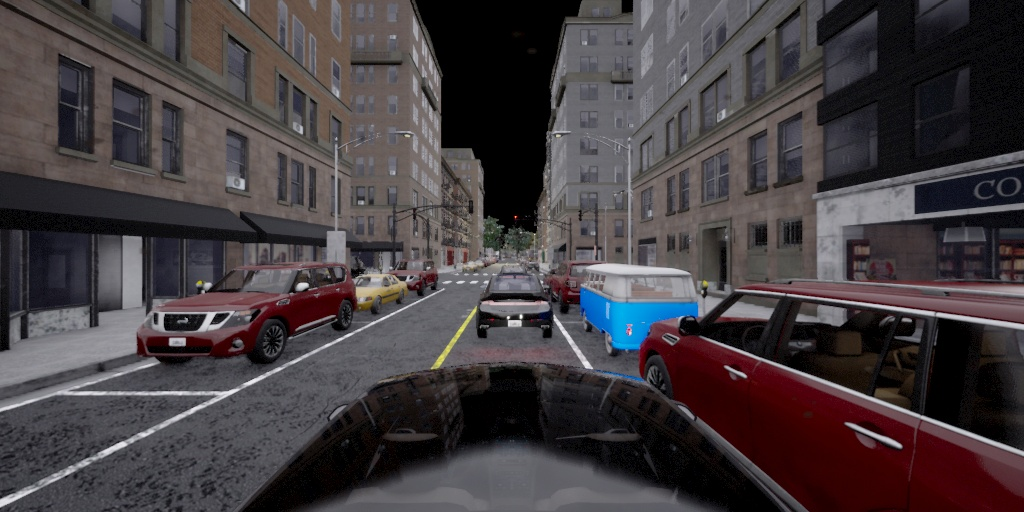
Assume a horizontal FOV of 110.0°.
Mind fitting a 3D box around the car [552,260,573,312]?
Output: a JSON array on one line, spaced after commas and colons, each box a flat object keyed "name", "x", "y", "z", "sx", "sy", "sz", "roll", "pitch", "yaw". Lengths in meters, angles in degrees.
[{"name": "car", "x": 2.644, "y": 1.073, "z": 13.967, "sx": 2.192, "sy": 1.841, "sz": 5.009, "roll": 0, "pitch": 0, "yaw": 0}]

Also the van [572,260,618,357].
[{"name": "van", "x": 2.641, "y": 1.095, "z": 8.289, "sx": 1.690, "sy": 1.789, "sz": 3.998, "roll": 0, "pitch": 0, "yaw": 0}]

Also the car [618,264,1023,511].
[{"name": "car", "x": 2.638, "y": 1.065, "z": 2.610, "sx": 2.192, "sy": 1.841, "sz": 5.009, "roll": 0, "pitch": 0, "yaw": 0}]

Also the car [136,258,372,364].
[{"name": "car", "x": -5.396, "y": 1.069, "z": 8.295, "sx": 2.192, "sy": 1.841, "sz": 5.009, "roll": 0, "pitch": 0, "yaw": 0}]

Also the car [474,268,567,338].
[{"name": "car", "x": 0.077, "y": 1.247, "z": 10.163, "sx": 2.128, "sy": 1.511, "sz": 4.902, "roll": 0, "pitch": 0, "yaw": 0}]

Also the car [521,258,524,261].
[{"name": "car", "x": 2.664, "y": 1.327, "z": 52.136, "sx": 1.888, "sy": 1.381, "sz": 4.507, "roll": 0, "pitch": 0, "yaw": 0}]

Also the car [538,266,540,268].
[{"name": "car", "x": 2.647, "y": 1.343, "z": 19.647, "sx": 1.802, "sy": 1.307, "sz": 4.207, "roll": 0, "pitch": 0, "yaw": 0}]

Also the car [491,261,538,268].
[{"name": "car", "x": 0.079, "y": 1.253, "z": 20.214, "sx": 2.128, "sy": 1.511, "sz": 4.902, "roll": 0, "pitch": 0, "yaw": -1}]

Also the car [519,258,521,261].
[{"name": "car", "x": 2.667, "y": 1.336, "z": 57.618, "sx": 2.007, "sy": 1.370, "sz": 4.403, "roll": 0, "pitch": 0, "yaw": 0}]

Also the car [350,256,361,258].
[{"name": "car", "x": -17.246, "y": 1.065, "z": 34.769, "sx": 5.566, "sy": 2.045, "sz": 2.150, "roll": 0, "pitch": 0, "yaw": 0}]

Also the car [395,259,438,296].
[{"name": "car", "x": -5.391, "y": 1.076, "z": 19.652, "sx": 2.192, "sy": 1.841, "sz": 5.009, "roll": 0, "pitch": 0, "yaw": 0}]

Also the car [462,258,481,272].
[{"name": "car", "x": -5.392, "y": 1.303, "z": 46.489, "sx": 1.751, "sy": 1.417, "sz": 4.829, "roll": 0, "pitch": 0, "yaw": 0}]

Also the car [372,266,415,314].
[{"name": "car", "x": -5.394, "y": 1.283, "z": 13.803, "sx": 1.751, "sy": 1.417, "sz": 4.829, "roll": 0, "pitch": 0, "yaw": 0}]

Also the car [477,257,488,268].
[{"name": "car", "x": -5.382, "y": 1.311, "z": 57.453, "sx": 1.751, "sy": 1.417, "sz": 4.829, "roll": 0, "pitch": 0, "yaw": 0}]

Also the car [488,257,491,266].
[{"name": "car", "x": -5.377, "y": 1.104, "z": 63.105, "sx": 2.192, "sy": 1.841, "sz": 5.009, "roll": 0, "pitch": 0, "yaw": 0}]

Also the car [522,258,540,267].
[{"name": "car", "x": 2.661, "y": 1.328, "z": 46.655, "sx": 2.007, "sy": 1.370, "sz": 4.403, "roll": 0, "pitch": 0, "yaw": 0}]
